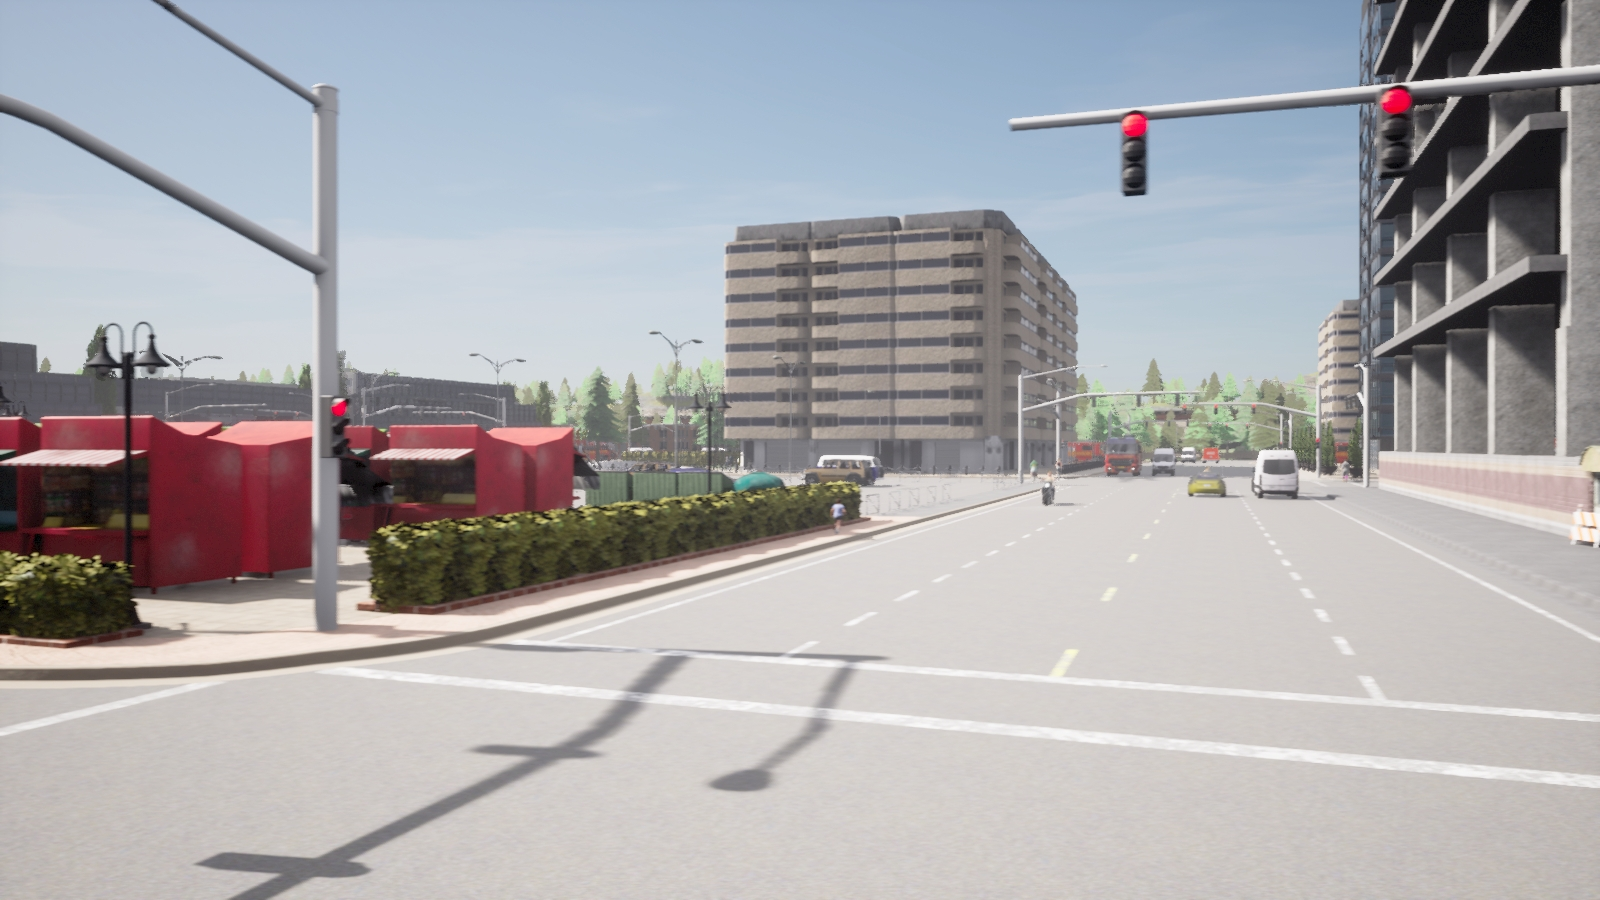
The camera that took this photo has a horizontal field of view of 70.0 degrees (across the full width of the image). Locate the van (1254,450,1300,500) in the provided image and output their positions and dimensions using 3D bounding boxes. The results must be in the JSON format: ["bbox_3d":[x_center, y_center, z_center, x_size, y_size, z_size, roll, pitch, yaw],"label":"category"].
[{"bbox_3d":[25.816,1.288,61.954,1.988,2.561,5.915,0,0,20],"label":"van"}]

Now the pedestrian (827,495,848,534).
[{"bbox_3d":[1.113,1.904,33.794,0.500,1.100,0.500,0,0,20],"label":"pedestrian"}]

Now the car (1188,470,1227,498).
[{"bbox_3d":[22.654,1.864,63.538,1.994,1.385,4.181,0,0,20],"label":"car"}]

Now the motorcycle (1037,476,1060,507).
[{"bbox_3d":[11.641,1.925,53.446,0.764,1.307,2.356,0,0,20],"label":"motorcycle"}]
